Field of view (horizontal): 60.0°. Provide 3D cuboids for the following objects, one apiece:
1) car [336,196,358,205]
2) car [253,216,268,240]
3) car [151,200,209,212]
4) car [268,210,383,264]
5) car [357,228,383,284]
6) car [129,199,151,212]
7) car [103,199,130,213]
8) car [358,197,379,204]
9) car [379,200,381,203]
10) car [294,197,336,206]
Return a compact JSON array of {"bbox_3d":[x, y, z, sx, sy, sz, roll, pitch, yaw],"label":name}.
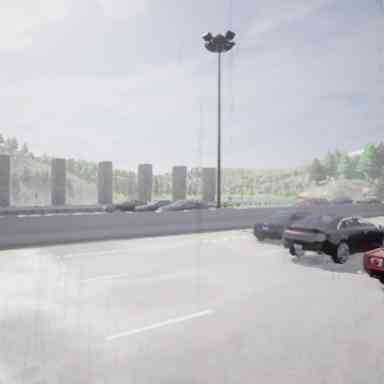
[{"bbox_3d":[26.370,1.455,58.218,4.553,1.767,2.097,0,0,-37],"label":"car"},{"bbox_3d":[4.864,1.571,15.844,4.181,1.385,1.994,0,0,-36],"label":"car"},{"bbox_3d":[-0.694,1.475,29.345,4.902,1.511,2.128,0,0,-36],"label":"car"},{"bbox_3d":[5.286,1.502,11.837,4.902,1.511,2.128,0,0,-36],"label":"car"},{"bbox_3d":[6.336,1.616,8.289,4.718,1.301,1.895,0,0,-36],"label":"car"},{"bbox_3d":[-3.210,1.500,31.820,4.674,1.442,1.812,0,0,-36],"label":"car"},{"bbox_3d":[-6.552,1.456,33.744,4.902,1.511,2.128,0,0,-36],"label":"car"},{"bbox_3d":[30.338,1.639,56.808,5.357,1.411,2.033,0,0,-37],"label":"car"},{"bbox_3d":[33.528,1.570,54.827,4.902,1.511,2.128,0,0,-37],"label":"car"},{"bbox_3d":[12.570,1.374,34.799,4.553,1.767,2.097,0,0,-37],"label":"car"}]
